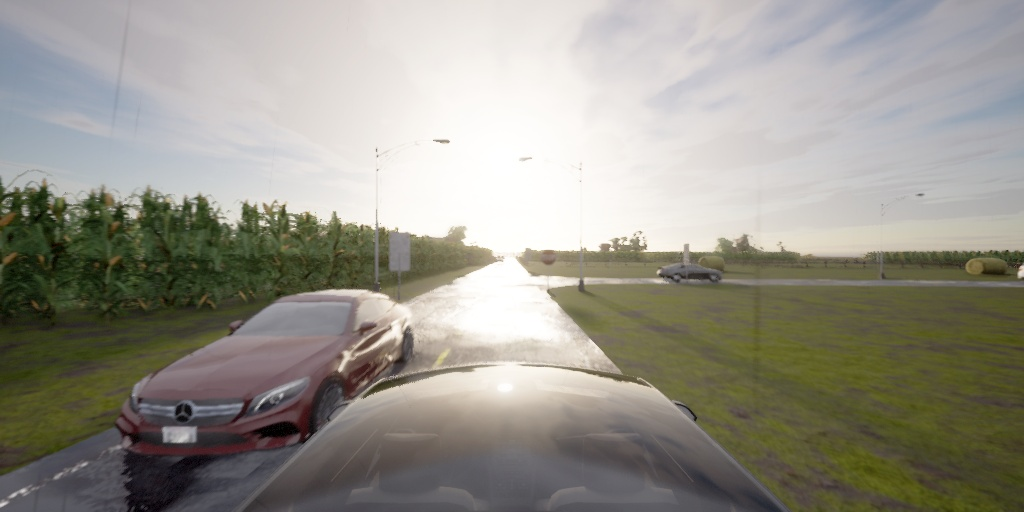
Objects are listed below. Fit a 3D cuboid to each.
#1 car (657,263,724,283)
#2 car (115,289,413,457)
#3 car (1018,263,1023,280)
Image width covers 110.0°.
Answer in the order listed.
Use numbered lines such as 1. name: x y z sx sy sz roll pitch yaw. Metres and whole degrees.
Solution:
1. car: 14.066 1.322 28.408 4.902 1.511 2.128 0 0 1
2. car: -2.836 1.272 5.398 1.812 1.442 4.674 0 0 0
3. car: 43.092 1.252 27.778 5.566 2.045 2.150 0 0 1
